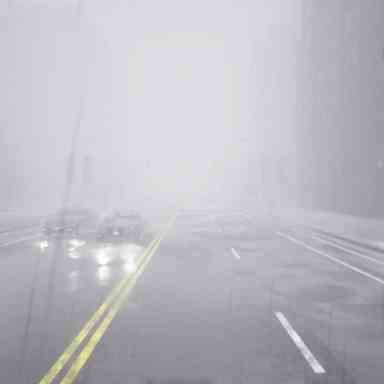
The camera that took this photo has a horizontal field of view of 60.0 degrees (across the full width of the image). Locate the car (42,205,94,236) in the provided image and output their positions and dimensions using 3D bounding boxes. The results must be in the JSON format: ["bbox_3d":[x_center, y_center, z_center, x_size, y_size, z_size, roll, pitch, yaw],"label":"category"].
[{"bbox_3d":[-6.602,1.544,18.621,1.837,1.490,4.892,0,0,0],"label":"car"}]

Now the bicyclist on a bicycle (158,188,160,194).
[{"bbox_3d":[-8.764,-0.239,87.223,0.866,1.612,1.509,0,-3,0],"label":"bicyclist on a bicycle"}]

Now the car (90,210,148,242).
[{"bbox_3d":[-3.353,1.609,16.582,1.994,1.385,4.181,0,0,0],"label":"car"}]
